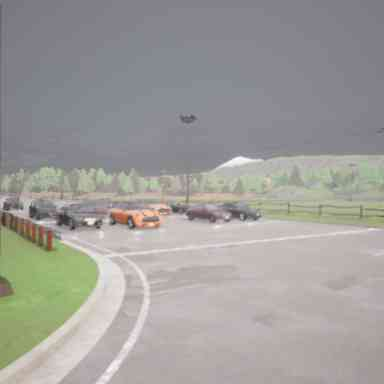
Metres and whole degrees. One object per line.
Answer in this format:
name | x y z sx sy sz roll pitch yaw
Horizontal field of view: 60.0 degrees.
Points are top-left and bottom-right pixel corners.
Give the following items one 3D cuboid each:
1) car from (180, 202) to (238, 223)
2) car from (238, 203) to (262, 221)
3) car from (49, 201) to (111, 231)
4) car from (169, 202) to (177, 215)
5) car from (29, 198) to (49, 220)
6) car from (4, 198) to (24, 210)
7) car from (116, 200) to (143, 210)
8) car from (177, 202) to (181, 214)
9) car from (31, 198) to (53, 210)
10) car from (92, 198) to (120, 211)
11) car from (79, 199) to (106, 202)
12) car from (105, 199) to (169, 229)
car | 1.323 1.687 27.341 1.812 1.442 4.674 1 0 -36
car | 4.045 1.700 29.553 1.837 1.490 4.892 1 0 -36
car | -7.316 1.550 21.367 2.128 1.511 4.902 1 0 -36
car | -3.930 1.511 34.591 2.097 1.767 4.553 1 0 -36
car | -12.842 1.560 28.988 1.837 1.490 4.892 1 0 -36
car | -23.336 1.561 43.514 1.837 1.490 4.892 1 -1 -36
car | -8.970 1.791 47.514 1.895 1.301 4.718 1 0 -36
car | -1.390 1.794 37.046 1.895 1.301 4.718 1 0 -36
car | -20.750 1.595 45.914 1.837 1.490 4.892 1 -1 -36
car | -11.804 1.649 45.471 2.128 1.511 4.902 1 0 -36
car | -9.030 1.444 29.698 2.097 1.767 4.553 1 0 -36
car | -3.834 1.445 22.531 2.097 1.767 4.553 1 0 -36
